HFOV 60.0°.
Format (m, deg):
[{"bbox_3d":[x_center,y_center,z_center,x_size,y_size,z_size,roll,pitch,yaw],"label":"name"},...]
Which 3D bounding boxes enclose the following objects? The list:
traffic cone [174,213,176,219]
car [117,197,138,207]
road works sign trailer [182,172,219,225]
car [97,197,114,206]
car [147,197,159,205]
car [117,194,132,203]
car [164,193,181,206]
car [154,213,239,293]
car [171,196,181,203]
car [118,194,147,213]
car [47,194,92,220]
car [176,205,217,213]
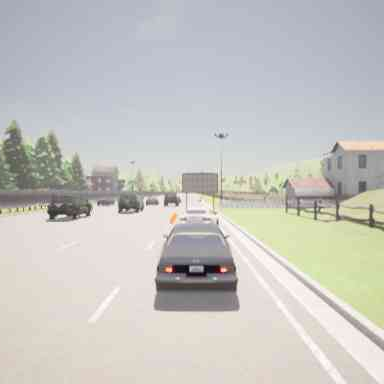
[{"bbox_3d":[-1.441,1.955,23.359,0.340,0.580,0.340,0,0,0],"label":"traffic cone"},{"bbox_3d":[-10.314,1.546,53.727,2.033,1.411,5.357,0,0,3],"label":"car"},{"bbox_3d":[0.534,0.464,22.218,2.380,3.560,2.880,0,0,-2],"label":"road works sign trailer"},{"bbox_3d":[-13.795,1.524,53.142,1.812,1.442,4.674,0,0,0],"label":"car"},{"bbox_3d":[-6.785,1.562,57.221,1.994,1.385,4.181,0,0,0],"label":"car"},{"bbox_3d":[-13.762,1.350,68.068,2.097,1.767,4.553,0,0,0],"label":"car"},{"bbox_3d":[-3.292,1.220,53.542,2.150,2.045,5.566,0,0,0],"label":"car"},{"bbox_3d":[0.116,1.547,9.002,2.033,1.411,5.357,0,0,1],"label":"car"},{"bbox_3d":[-3.262,1.562,68.757,1.994,1.385,4.181,0,0,0],"label":"car"},{"bbox_3d":[-6.824,1.218,37.619,2.150,2.045,5.566,0,0,0],"label":"car"},{"bbox_3d":[-10.344,1.218,28.508,2.150,2.045,5.566,0,0,0],"label":"car"},{"bbox_3d":[0.414,1.541,18.606,1.812,1.442,4.674,-1,-1,8],"label":"car"}]
